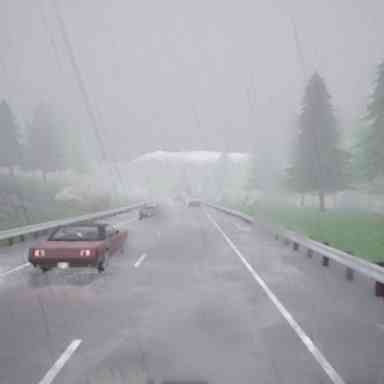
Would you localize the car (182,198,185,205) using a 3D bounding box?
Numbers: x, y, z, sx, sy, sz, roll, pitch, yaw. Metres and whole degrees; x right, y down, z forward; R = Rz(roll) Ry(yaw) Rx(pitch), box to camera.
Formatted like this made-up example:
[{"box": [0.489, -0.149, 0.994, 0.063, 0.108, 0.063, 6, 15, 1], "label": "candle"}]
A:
[{"box": [-0.351, 1.850, 63.781, 1.812, 1.442, 4.674, 0, 0, -4], "label": "car"}]

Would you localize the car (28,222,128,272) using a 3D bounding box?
[{"box": [-3.395, 1.658, 11.010, 1.895, 1.301, 4.718, 0, 0, 0], "label": "car"}]

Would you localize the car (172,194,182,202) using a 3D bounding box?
[{"box": [-3.497, 1.541, 86.648, 2.150, 2.045, 5.566, 0, 0, -6], "label": "car"}]

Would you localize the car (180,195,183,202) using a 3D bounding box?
[{"box": [-0.841, 1.860, 69.837, 1.837, 1.490, 4.892, 0, 0, -5], "label": "car"}]

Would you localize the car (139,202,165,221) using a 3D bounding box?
[{"box": [-3.419, 1.639, 28.925, 2.128, 1.511, 4.902, 0, 0, 0], "label": "car"}]

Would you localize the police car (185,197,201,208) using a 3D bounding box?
[{"box": [0.297, 1.699, 53.787, 1.930, 1.638, 5.238, 0, 0, -3], "label": "police car"}]
